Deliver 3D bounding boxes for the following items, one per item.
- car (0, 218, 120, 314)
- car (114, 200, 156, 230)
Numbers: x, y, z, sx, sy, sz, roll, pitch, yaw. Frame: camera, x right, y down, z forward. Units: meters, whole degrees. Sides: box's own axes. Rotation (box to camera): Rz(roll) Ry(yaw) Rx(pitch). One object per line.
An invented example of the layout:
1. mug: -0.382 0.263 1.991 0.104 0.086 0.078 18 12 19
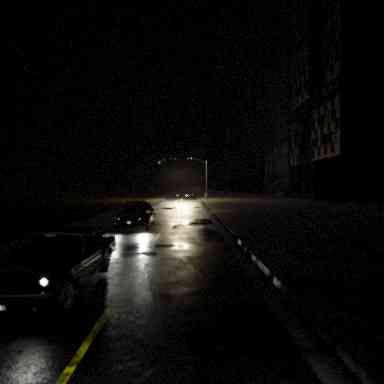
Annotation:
1. car: -3.143 1.519 7.537 1.895 1.301 4.718 0 1 0
2. car: -3.210 1.283 19.292 1.837 1.490 4.892 0 1 0
